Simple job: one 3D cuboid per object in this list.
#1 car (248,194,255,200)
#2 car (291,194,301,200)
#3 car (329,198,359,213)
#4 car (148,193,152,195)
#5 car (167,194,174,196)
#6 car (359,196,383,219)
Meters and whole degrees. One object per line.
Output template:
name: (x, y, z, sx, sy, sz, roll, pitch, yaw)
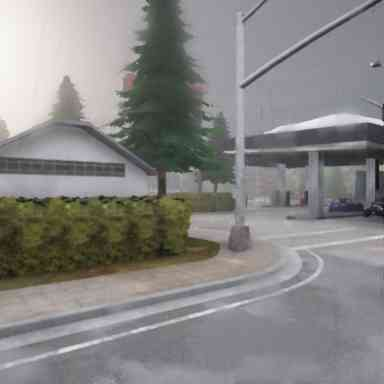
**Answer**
car: (14.107, 1.358, 85.344, 1.845, 1.501, 3.633, 0, 0, -36)
car: (28.200, 1.376, 86.127, 2.152, 1.636, 5.027, 0, 0, -36)
car: (17.108, 1.502, 36.639, 4.611, 1.667, 2.242, 0, 0, -36)
car: (-12.183, 1.182, 88.614, 2.152, 1.636, 5.027, 0, 0, -36)
car: (-4.472, 1.123, 72.721, 1.932, 1.855, 4.605, 0, 0, -36)
car: (16.942, 1.332, 29.508, 3.866, 1.878, 1.905, 0, 0, -36)
